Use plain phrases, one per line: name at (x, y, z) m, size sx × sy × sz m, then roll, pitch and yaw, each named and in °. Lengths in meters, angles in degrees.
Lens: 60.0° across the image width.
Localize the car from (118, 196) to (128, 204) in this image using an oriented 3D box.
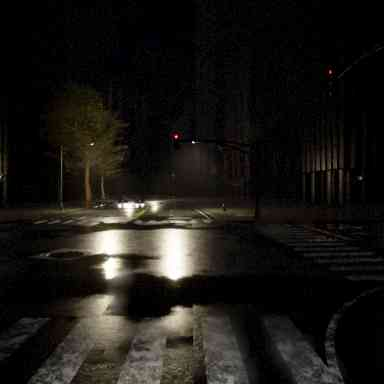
car at (-13.689, 1.538, 66.345) m, size 2.128 × 1.511 × 4.902 m, roll 0°, pitch 0°, yaw -9°

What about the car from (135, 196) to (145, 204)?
car at (-10.477, 1.538, 66.843) m, size 2.128 × 1.511 × 4.902 m, roll 0°, pitch 0°, yaw -9°
